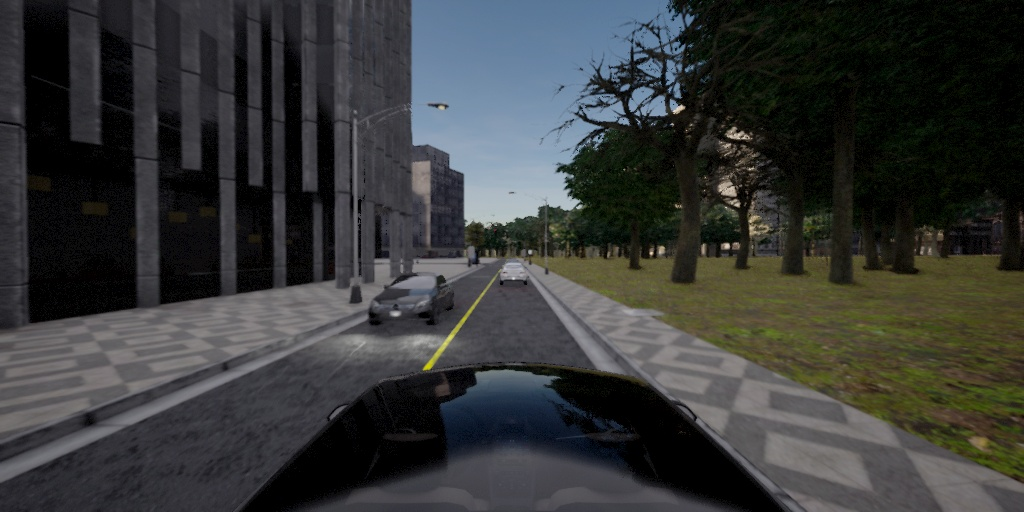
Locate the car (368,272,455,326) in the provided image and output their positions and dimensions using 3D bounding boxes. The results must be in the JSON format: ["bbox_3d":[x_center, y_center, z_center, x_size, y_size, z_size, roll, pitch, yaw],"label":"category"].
[{"bbox_3d":[-3.027,1.258,11.715,1.812,1.442,4.674,0,0,1],"label":"car"}]

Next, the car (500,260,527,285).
[{"bbox_3d":[0.103,1.205,25.541,1.812,1.442,4.674,0,0,0],"label":"car"}]
